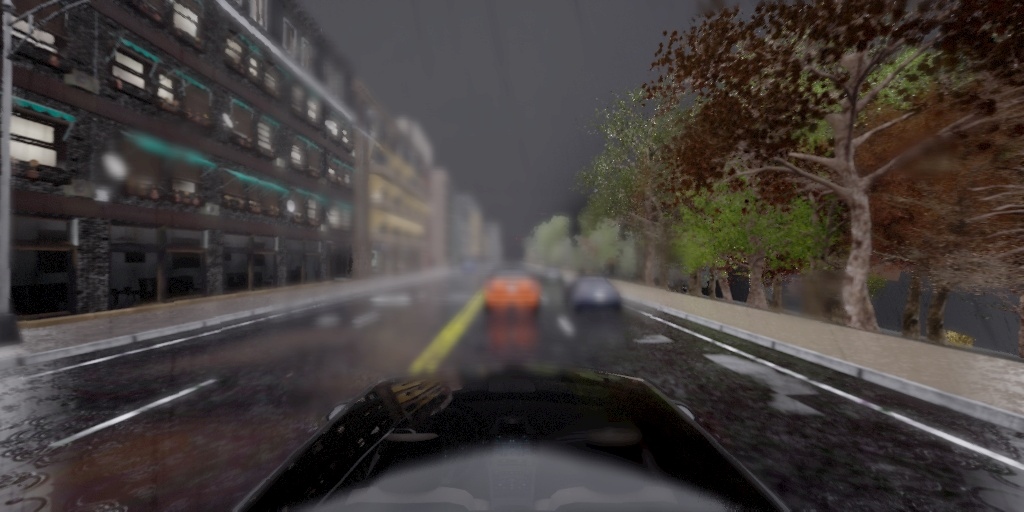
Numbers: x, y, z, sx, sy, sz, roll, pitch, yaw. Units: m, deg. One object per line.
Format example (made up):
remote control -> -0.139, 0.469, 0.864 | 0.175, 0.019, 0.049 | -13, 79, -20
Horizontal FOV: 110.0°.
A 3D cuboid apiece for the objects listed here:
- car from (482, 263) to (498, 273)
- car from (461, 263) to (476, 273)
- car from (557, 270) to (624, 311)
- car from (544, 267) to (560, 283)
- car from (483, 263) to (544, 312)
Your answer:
car -> -3.336, 1.826, 55.081 | 2.128, 1.511, 4.902 | 0, -1, 0
car -> -6.586, 1.812, 55.042 | 1.882, 1.535, 5.008 | 0, -1, 0
car -> 3.275, 1.460, 15.253 | 1.994, 1.385, 4.181 | 0, -1, 1
car -> 3.282, 1.624, 30.264 | 1.994, 1.385, 4.181 | 0, -1, 0
car -> 0.026, 1.247, 15.247 | 2.097, 1.767, 4.553 | 0, -1, 0
